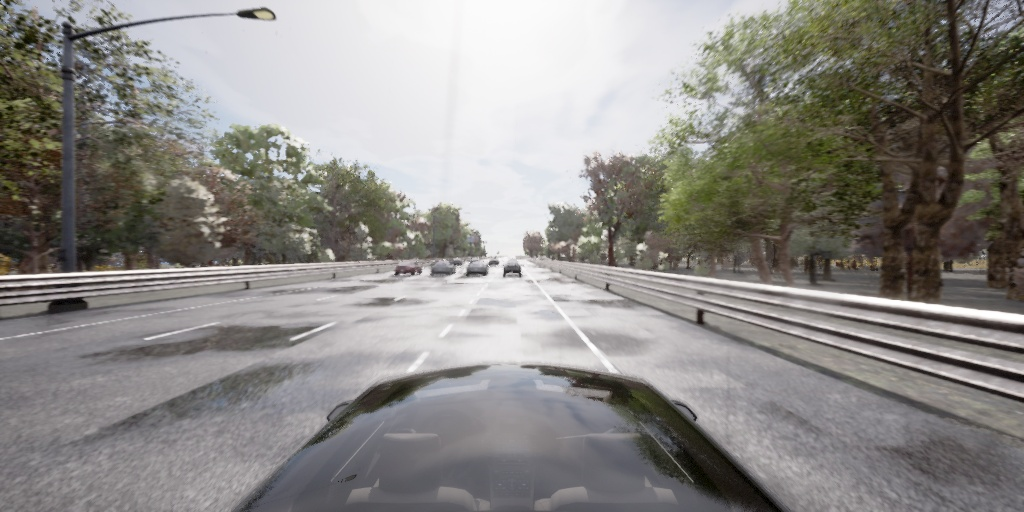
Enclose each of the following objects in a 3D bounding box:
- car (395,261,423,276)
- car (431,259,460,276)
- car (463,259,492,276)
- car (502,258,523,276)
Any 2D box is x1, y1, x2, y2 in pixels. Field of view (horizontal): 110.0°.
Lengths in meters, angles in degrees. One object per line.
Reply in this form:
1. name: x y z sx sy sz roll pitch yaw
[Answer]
1. car: -10.458 1.243 36.494 1.812 1.442 4.674 0 0 1
2. car: -6.952 1.283 36.690 1.994 1.385 4.181 0 0 0
3. car: -3.454 1.282 36.671 1.994 1.385 4.181 0 0 0
4. car: 0.045 1.225 36.428 1.837 1.490 4.892 0 1 1
